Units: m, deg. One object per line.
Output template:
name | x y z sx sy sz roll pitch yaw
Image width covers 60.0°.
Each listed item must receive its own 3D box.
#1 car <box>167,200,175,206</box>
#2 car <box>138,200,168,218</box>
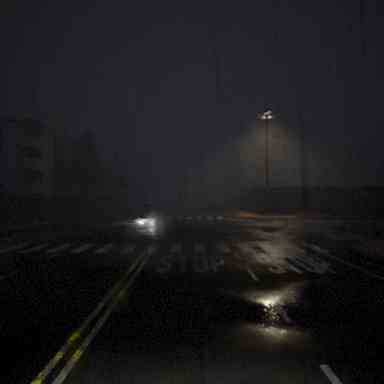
car | -4.188 2.128 61.867 1.882 1.535 5.008 0 -1 0
car | -4.408 2.028 36.092 2.128 1.511 4.902 0 0 7
